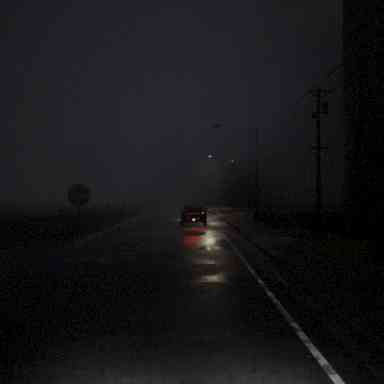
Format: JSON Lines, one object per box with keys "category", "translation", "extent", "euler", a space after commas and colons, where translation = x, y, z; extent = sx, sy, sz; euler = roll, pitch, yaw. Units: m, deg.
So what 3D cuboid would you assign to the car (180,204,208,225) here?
{"category": "car", "translation": [0.131, 1.668, 25.438], "extent": [1.837, 1.490, 4.892], "euler": [0, 0, 0]}
